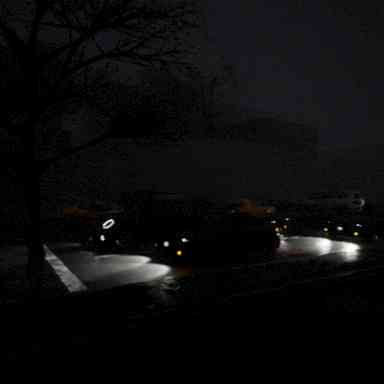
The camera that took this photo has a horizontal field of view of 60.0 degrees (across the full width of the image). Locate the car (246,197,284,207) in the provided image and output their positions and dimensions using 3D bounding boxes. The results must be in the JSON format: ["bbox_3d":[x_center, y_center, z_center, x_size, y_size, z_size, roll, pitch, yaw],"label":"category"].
[{"bbox_3d":[2.848,1.100,21.677,5.366,1.575,1.946,1,1,38],"label":"car"}]

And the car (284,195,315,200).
[{"bbox_3d":[5.529,1.121,23.137,4.892,1.521,2.231,1,1,38],"label":"car"}]

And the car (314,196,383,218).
[{"bbox_3d":[13.115,1.172,27.888,4.892,1.521,2.231,1,0,38],"label":"car"}]

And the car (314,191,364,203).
[{"bbox_3d":[10.563,0.899,26.312,5.566,2.045,2.435,1,1,38],"label":"car"}]

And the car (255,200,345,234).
[{"bbox_3d":[5.699,1.309,17.381,4.181,1.385,1.994,0,1,-32],"label":"car"}]

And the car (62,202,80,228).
[{"bbox_3d":[-4.448,1.069,16.718,5.366,1.575,1.946,1,0,38],"label":"car"}]

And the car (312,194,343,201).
[{"bbox_3d":[8.056,1.134,24.727,5.008,1.535,2.097,1,0,38],"label":"car"}]

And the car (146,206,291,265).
[{"bbox_3d":[0.924,1.358,10.888,4.181,1.385,1.994,0,1,-33],"label":"car"}]

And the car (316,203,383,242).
[{"bbox_3d":[8.046,1.392,15.310,4.181,1.385,1.994,0,1,-32],"label":"car"}]

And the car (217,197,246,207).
[{"bbox_3d":[0.440,1.123,20.001,4.792,1.488,2.163,1,1,38],"label":"car"}]

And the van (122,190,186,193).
[{"bbox_3d":[-1.969,0.857,18.336,4.442,1.987,1.878,1,0,38],"label":"van"}]

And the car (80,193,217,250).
[{"bbox_3d":[-1.634,1.063,12.810,4.553,1.767,2.097,0,1,-32],"label":"car"}]
